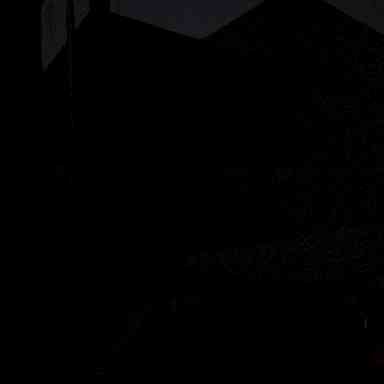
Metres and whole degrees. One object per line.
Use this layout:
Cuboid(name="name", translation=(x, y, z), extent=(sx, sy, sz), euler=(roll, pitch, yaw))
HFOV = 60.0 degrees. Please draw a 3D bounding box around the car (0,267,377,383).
Cuboid(name="car", translation=(-0.354, 1.551, 3.128), extent=(5.357, 1.411, 2.033), euler=(0, 0, -36))
